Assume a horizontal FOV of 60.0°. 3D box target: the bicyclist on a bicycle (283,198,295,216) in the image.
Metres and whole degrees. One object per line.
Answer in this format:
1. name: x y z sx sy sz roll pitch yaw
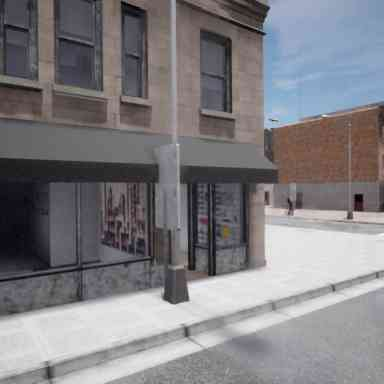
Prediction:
1. bicyclist on a bicycle: 8.946 1.375 30.642 1.656 1.620 0.582 -1 1 -35
